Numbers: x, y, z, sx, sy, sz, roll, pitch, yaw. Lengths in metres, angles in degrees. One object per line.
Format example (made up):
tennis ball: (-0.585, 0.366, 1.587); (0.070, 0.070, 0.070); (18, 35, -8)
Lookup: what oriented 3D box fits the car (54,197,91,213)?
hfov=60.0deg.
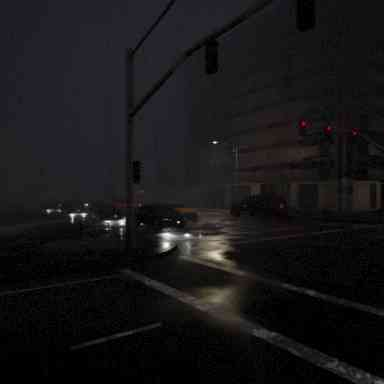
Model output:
car: (-13.707, 1.603, 37.926); (2.033, 1.411, 5.357); (0, 0, -35)

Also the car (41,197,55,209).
car: (-19.750, 1.533, 46.503); (1.882, 1.535, 5.008); (0, 0, -35)

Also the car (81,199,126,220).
car: (-7.853, 1.603, 29.662); (2.033, 1.411, 5.357); (0, 0, -35)

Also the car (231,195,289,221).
car: (5.686, 1.276, 28.500); (2.150, 2.045, 5.566); (0, 0, -31)

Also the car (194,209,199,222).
car: (-1.443, 1.533, 26.679); (1.882, 1.535, 5.008); (0, 0, -35)

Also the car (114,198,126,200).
car: (-6.813, 1.407, 34.245); (2.097, 1.767, 4.553); (0, 0, -35)

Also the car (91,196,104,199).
car: (-12.893, 1.603, 42.826); (2.033, 1.411, 5.357); (0, 0, -35)

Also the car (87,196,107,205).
car: (-17.776, 1.533, 62.117); (1.882, 1.535, 5.008); (0, 0, -35)

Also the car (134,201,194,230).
car: (-2.215, 1.560, 21.721); (1.837, 1.490, 4.892); (0, 0, -35)

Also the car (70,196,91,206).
car: (-19.845, 1.547, 58.985); (2.128, 1.511, 4.902); (0, 0, -35)
